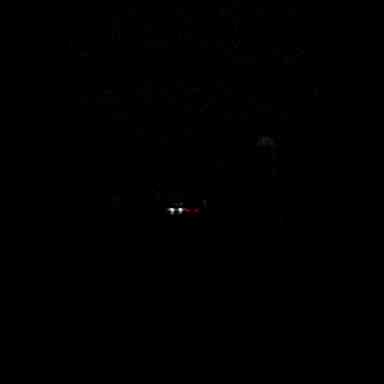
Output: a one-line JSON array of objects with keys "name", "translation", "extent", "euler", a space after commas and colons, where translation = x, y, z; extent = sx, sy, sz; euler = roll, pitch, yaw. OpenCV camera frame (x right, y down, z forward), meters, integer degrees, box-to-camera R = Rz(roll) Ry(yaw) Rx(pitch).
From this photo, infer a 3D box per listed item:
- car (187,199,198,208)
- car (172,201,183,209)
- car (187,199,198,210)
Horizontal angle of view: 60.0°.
[{"name": "car", "translation": [0.045, 2.205, 66.782], "extent": [2.097, 1.767, 4.553], "euler": [0, -1, 0]}, {"name": "car", "translation": [-2.707, 2.300, 60.991], "extent": [1.812, 1.442, 4.674], "euler": [0, -1, 0]}, {"name": "car", "translation": [0.041, 2.243, 56.792], "extent": [1.812, 1.442, 4.674], "euler": [0, -1, 0]}]
